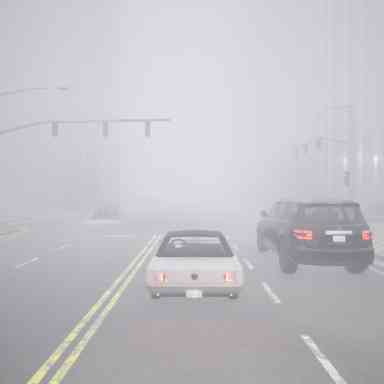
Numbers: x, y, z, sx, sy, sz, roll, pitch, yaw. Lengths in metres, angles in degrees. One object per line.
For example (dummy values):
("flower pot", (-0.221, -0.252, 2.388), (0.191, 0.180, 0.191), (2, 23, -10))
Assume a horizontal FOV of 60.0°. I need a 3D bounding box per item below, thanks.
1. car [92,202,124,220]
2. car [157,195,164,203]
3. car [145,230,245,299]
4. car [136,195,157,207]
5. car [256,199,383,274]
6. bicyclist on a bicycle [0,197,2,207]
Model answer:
("car", (-7.076, 1.564, 28.396), (1.994, 1.385, 4.181), (0, 0, 0))
("car", (-6.941, 1.352, 69.267), (2.097, 1.767, 4.553), (0, 0, 0))
("car", (0.067, 1.601, 8.391), (1.895, 1.301, 4.718), (0, 0, 1))
("car", (-7.199, 1.491, 50.780), (2.128, 1.511, 4.902), (0, 0, 3))
("car", (3.583, 1.222, 10.746), (2.150, 2.045, 5.566), (0, 0, 0))
("bicyclist on a bicycle", (-26.380, 1.301, 45.411), (0.582, 1.620, 1.656), (0, 0, -1))
